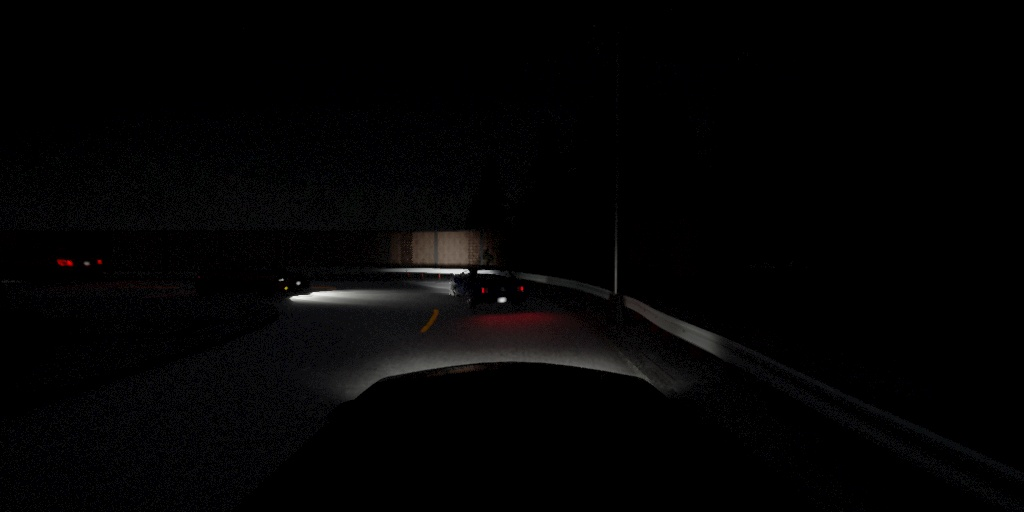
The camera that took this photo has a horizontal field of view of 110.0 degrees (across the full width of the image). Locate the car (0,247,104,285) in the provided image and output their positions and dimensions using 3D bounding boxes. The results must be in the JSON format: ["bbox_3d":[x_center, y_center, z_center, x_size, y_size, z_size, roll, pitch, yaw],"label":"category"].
[{"bbox_3d":[-26.251,0.504,19.892,5.566,2.045,2.150,0,1,0],"label":"car"}]

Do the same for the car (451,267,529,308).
[{"bbox_3d":[-1.039,1.053,13.518,1.895,1.301,4.718,0,2,-19],"label":"car"}]

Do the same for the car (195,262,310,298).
[{"bbox_3d":[-11.050,0.966,15.415,4.181,1.385,1.994,0,1,5],"label":"car"}]
